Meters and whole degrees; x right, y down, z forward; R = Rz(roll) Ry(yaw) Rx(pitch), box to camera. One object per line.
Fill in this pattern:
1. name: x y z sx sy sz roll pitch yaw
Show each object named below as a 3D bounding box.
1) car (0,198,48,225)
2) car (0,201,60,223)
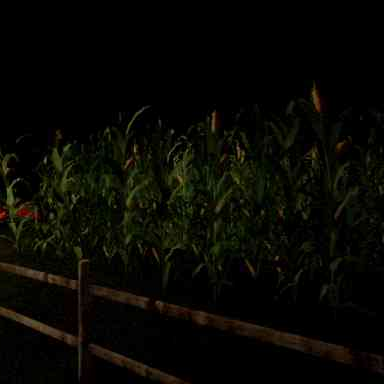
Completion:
1. car: -10.706 1.157 22.109 2.097 1.767 4.553 0 1 39
2. car: -12.483 1.383 24.593 1.895 1.301 4.718 0 1 38
